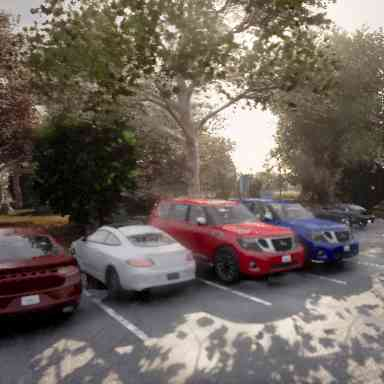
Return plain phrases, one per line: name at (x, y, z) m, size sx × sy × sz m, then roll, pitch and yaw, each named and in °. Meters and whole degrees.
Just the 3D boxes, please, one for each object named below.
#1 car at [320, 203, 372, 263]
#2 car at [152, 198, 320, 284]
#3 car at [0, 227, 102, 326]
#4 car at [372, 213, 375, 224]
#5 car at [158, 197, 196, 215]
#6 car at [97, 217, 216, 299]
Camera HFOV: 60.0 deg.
car at (2.843, 1.270, 11.802) m, size 2.435 × 2.045 × 5.566 m, roll 0°, pitch 0°, yaw -36°
car at (0.677, 1.256, 10.256) m, size 2.435 × 2.045 × 5.566 m, roll 0°, pitch 0°, yaw -35°
car at (-3.871, 1.483, 7.040) m, size 2.097 × 1.535 × 5.008 m, roll 0°, pitch 0°, yaw -36°
car at (10.175, 1.563, 23.346) m, size 1.837 × 1.490 × 4.892 m, roll 0°, pitch 1°, yaw -28°
car at (-1.630, 1.403, 35.045) m, size 1.812 × 1.442 × 4.674 m, roll -4°, pitch 3°, yaw -33°
car at (-1.707, 1.533, 8.588) m, size 2.002 × 1.452 × 4.674 m, roll 0°, pitch 0°, yaw -36°
